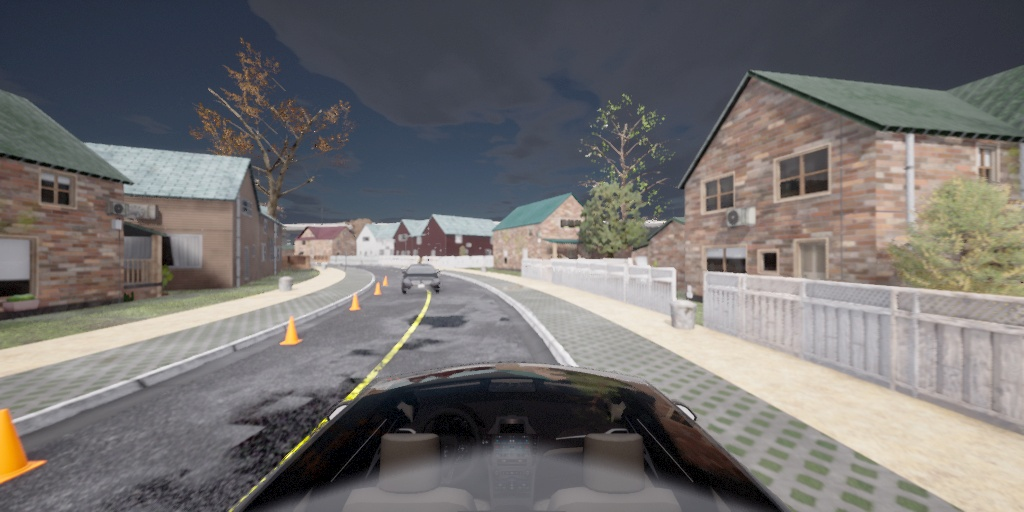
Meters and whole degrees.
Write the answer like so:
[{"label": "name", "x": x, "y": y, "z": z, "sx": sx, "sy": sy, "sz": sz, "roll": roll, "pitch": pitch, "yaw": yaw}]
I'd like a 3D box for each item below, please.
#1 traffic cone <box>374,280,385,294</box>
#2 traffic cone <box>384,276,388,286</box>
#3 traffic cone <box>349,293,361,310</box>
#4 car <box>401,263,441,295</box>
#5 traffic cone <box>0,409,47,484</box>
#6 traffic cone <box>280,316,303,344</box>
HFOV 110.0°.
[{"label": "traffic cone", "x": -6.594, "y": 1.572, "z": 17.640, "sx": 0.340, "sy": 0.580, "sz": 0.340, "roll": 0, "pitch": 0, "yaw": -13}, {"label": "traffic cone", "x": -7.864, "y": 1.531, "z": 22.309, "sx": 0.340, "sy": 0.580, "sz": 0.340, "roll": 0, "pitch": 0, "yaw": -17}, {"label": "traffic cone", "x": -5.629, "y": 1.613, "z": 12.897, "sx": 0.340, "sy": 0.580, "sz": 0.340, "roll": 0, "pitch": 0, "yaw": -10}, {"label": "car", "x": -4.814, "y": 1.134, "z": 19.033, "sx": 1.812, "sy": 1.442, "sz": 4.674, "roll": 0, "pitch": 0, "yaw": -15}, {"label": "traffic cone", "x": -4.633, "y": 1.696, "z": 3.277, "sx": 0.340, "sy": 0.580, "sz": 0.340, "roll": 0, "pitch": 0, "yaw": -2}, {"label": "traffic cone", "x": -4.974, "y": 1.654, "z": 8.103, "sx": 0.340, "sy": 0.580, "sz": 0.340, "roll": 0, "pitch": 0, "yaw": -6}]
